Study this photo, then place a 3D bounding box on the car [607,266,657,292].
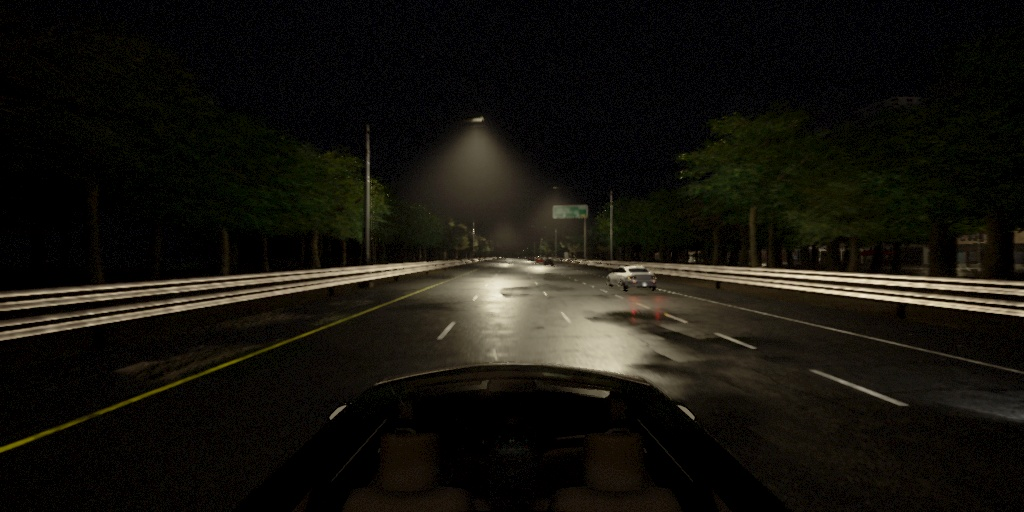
[{"bbox_3d":[7.021,1.283,21.279,1.812,1.442,4.674,0,0,0],"label":"car"}]
